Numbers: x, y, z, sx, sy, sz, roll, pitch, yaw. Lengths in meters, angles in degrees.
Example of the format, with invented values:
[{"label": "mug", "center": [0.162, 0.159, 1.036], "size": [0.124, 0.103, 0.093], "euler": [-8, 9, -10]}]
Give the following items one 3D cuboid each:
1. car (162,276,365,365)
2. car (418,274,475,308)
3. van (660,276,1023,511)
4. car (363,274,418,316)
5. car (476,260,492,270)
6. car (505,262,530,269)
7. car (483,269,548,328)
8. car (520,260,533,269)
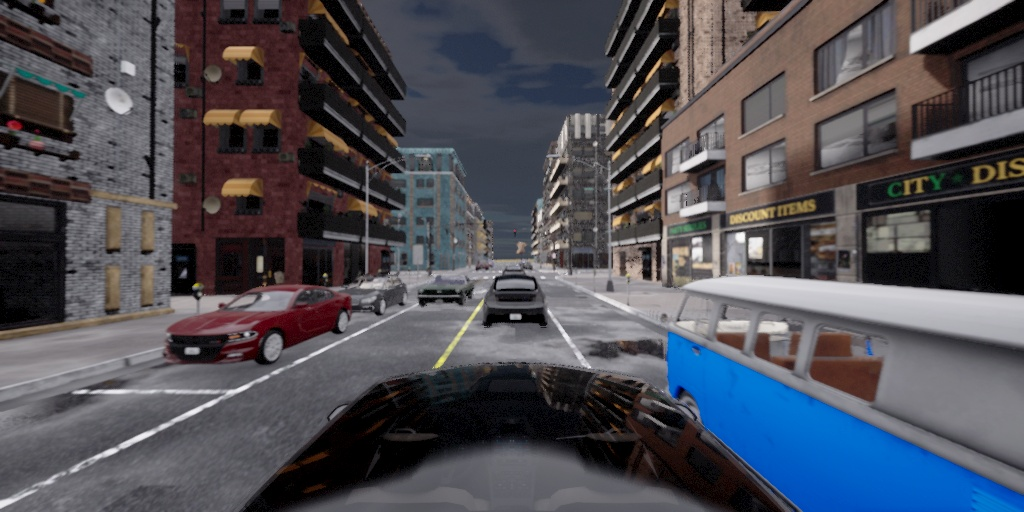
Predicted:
[{"label": "car", "center": [-5.306, 1.350, 8.195], "size": [1.888, 1.381, 4.507], "euler": [0, 0, 0]}, {"label": "car", "center": [-2.823, 1.474, 16.141], "size": [1.895, 1.301, 4.718], "euler": [0, 0, 0]}, {"label": "van", "center": [2.564, 1.099, 2.594], "size": [1.690, 1.789, 3.998], "euler": [0, 0, 0]}, {"label": "car", "center": [-5.296, 1.403, 13.783], "size": [2.007, 1.370, 4.403], "euler": [0, 0, 0]}, {"label": "car", "center": [-5.205, 1.573, 63.031], "size": [2.192, 1.841, 5.009], "euler": [0, 0, 0]}, {"label": "car", "center": [0.143, 1.480, 29.873], "size": [2.128, 1.511, 4.902], "euler": [0, 0, 0]}, {"label": "car", "center": [0.103, 1.343, 11.789], "size": [1.837, 1.490, 4.892], "euler": [0, 0, 0]}, {"label": "car", "center": [2.676, 1.825, 63.017], "size": [1.948, 1.339, 4.313], "euler": [0, 0, 0]}]
